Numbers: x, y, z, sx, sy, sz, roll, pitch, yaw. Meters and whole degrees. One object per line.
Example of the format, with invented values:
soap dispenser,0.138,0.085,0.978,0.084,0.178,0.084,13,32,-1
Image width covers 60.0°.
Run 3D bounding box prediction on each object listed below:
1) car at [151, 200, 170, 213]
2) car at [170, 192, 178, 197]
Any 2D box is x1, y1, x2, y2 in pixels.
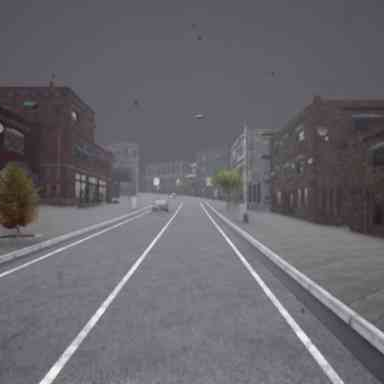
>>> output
car,-3.633,1.632,39.111,1.812,1.442,4.674,0,0,0
car,-4.486,0.804,80.556,1.812,1.442,4.674,0,1,-8
